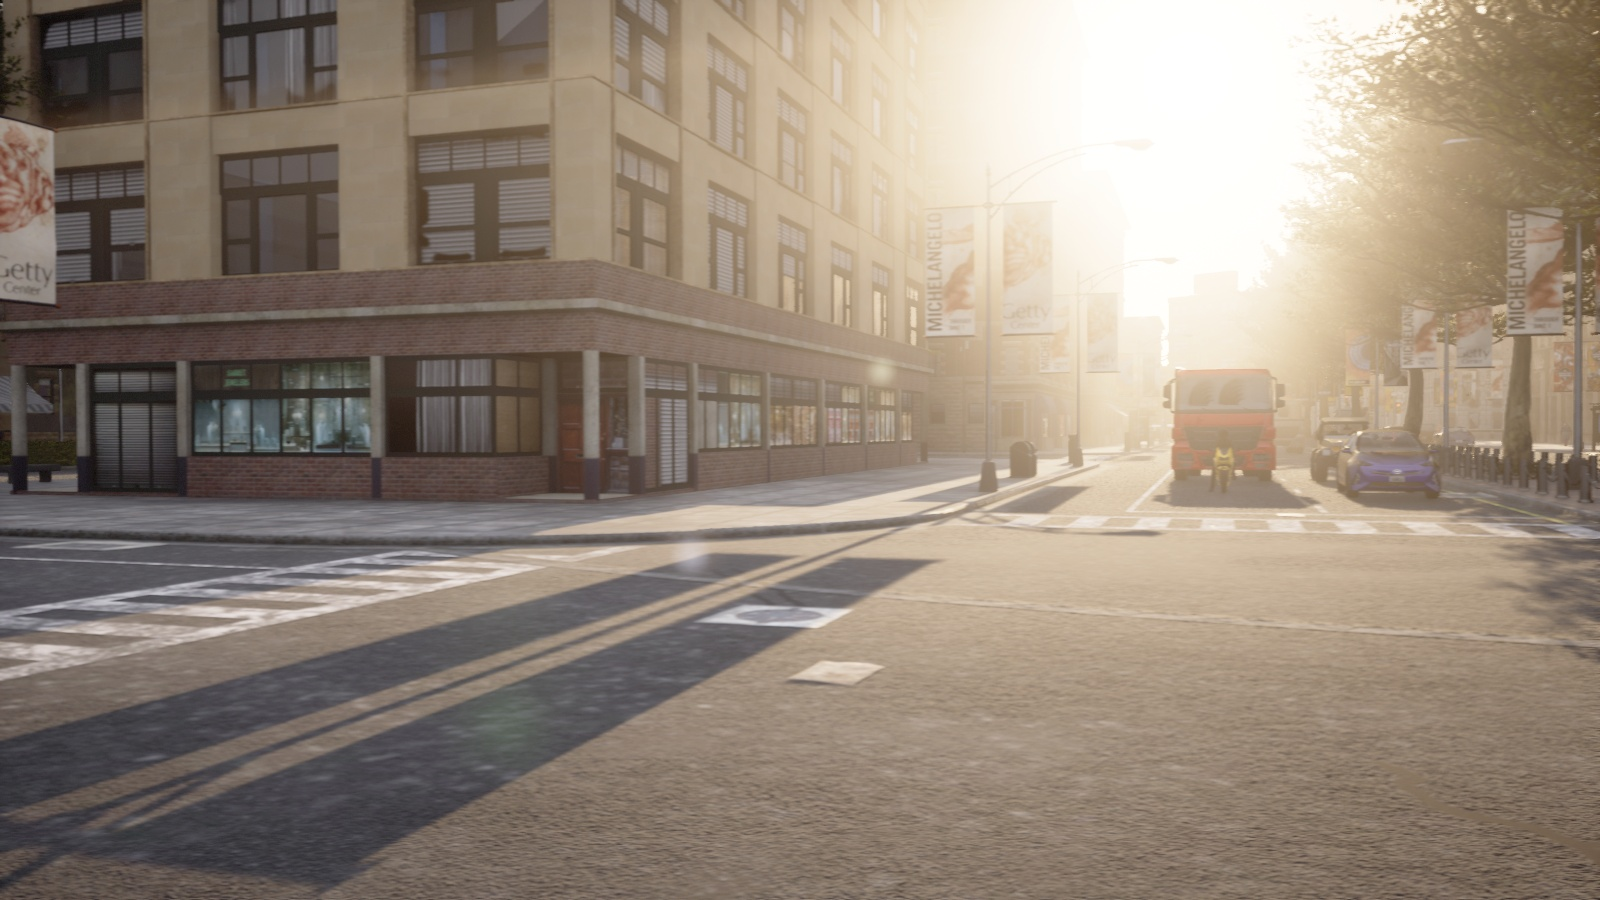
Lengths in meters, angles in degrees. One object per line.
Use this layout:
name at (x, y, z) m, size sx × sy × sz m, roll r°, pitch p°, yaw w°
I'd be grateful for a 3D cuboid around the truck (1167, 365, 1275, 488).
truck at (13.269, -0.742, 39.649) m, size 2.891 × 3.462 × 7.936 m, roll 1°, pitch 1°, yaw 18°

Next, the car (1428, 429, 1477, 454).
car at (44.187, -0.593, 85.175) m, size 2.152 × 1.651 × 5.027 m, roll 1°, pitch 1°, yaw 18°

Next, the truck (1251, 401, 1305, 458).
truck at (30.349, -1.322, 79.973) m, size 2.891 × 3.462 × 7.936 m, roll 1°, pitch 1°, yaw 18°

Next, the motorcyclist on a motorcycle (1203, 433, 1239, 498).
motorcyclist on a motorcycle at (10.320, 0.354, 30.797) m, size 0.797 × 1.523 × 2.044 m, roll 1°, pitch 1°, yaw 18°

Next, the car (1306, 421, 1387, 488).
car at (16.211, 0.084, 37.414) m, size 1.905 × 1.878 × 3.866 m, roll 1°, pitch 1°, yaw 19°

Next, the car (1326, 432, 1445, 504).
car at (13.598, 0.353, 29.410) m, size 2.007 × 1.525 × 4.514 m, roll 1°, pitch 1°, yaw 18°
